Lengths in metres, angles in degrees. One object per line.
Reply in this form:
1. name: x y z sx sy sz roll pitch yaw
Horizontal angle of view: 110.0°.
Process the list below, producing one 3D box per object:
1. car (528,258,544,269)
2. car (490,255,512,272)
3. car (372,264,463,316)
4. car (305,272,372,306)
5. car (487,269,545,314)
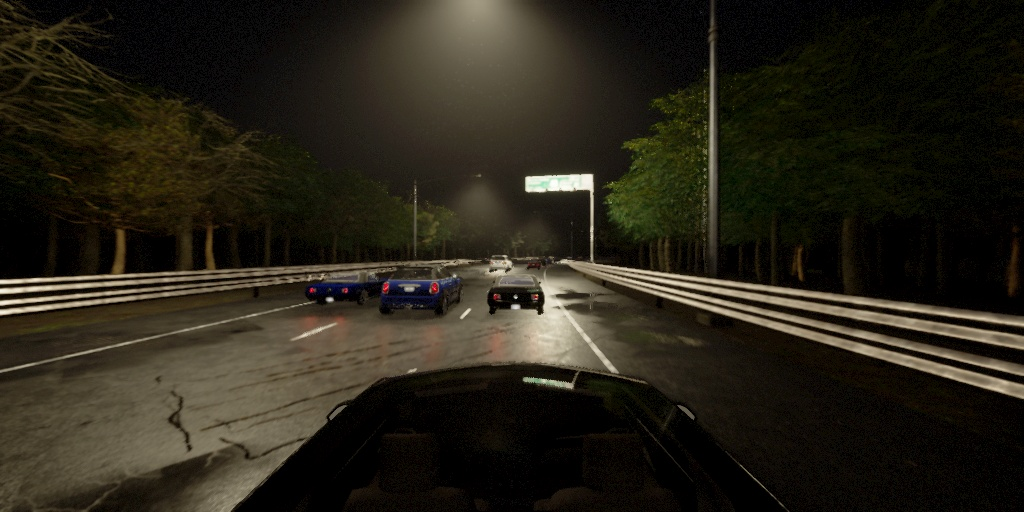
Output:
1. car: 3.369 1.269 53.883 2.033 1.411 5.357 0 0 7
2. car: -1.304 0.945 43.539 2.150 2.045 5.566 0 0 6
3. car: -3.204 1.090 13.556 2.097 1.767 4.553 0 0 2
4. car: -6.714 1.329 15.611 1.895 1.301 4.718 0 0 2
5. car: 0.196 1.347 13.726 1.895 1.301 4.718 0 0 2
